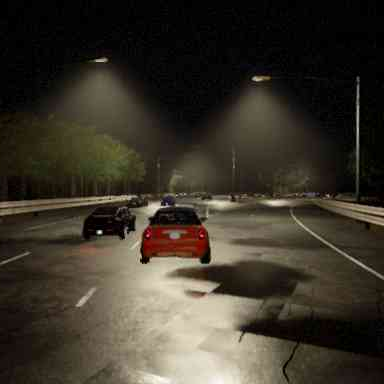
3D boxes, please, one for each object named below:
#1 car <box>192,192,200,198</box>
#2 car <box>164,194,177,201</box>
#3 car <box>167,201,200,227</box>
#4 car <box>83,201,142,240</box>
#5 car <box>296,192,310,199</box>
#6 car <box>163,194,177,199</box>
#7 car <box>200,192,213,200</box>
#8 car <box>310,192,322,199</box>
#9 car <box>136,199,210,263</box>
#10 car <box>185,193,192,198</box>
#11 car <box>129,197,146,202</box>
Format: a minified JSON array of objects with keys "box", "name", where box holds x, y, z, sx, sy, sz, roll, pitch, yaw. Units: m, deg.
[{"box":[2.198,0.843,90.814,2.097,1.767,4.553,0,0,10],"name":"car"},{"box":[-4.392,1.136,69.090,1.812,1.442,4.674,0,0,7],"name":"car"},{"box":[-0.495,1.434,23.428,2.033,1.411,5.357,0,0,1],"name":"car"},{"box":[-3.928,1.420,16.547,1.837,1.490,4.892,0,1,0],"name":"car"},{"box":[29.736,1.076,90.416,2.128,1.511,4.902,0,0,32],"name":"car"},{"box":[-3.056,1.286,44.262,1.812,1.442,4.674,0,0,4],"name":"car"},{"box":[3.637,0.937,77.140,2.097,1.767,4.553,0,0,8],"name":"car"},{"box":[33.378,1.153,89.649,1.895,1.301,4.718,0,0,32],"name":"car"},{"box":[-0.523,1.299,11.879,2.097,1.767,4.553,0,0,-1],"name":"car"},{"box":[-0.782,1.000,94.126,2.033,1.411,5.357,0,0,10],"name":"car"},{"box":[-6.753,1.326,41.681,1.994,1.385,4.181,0,0,4],"name":"car"}]
